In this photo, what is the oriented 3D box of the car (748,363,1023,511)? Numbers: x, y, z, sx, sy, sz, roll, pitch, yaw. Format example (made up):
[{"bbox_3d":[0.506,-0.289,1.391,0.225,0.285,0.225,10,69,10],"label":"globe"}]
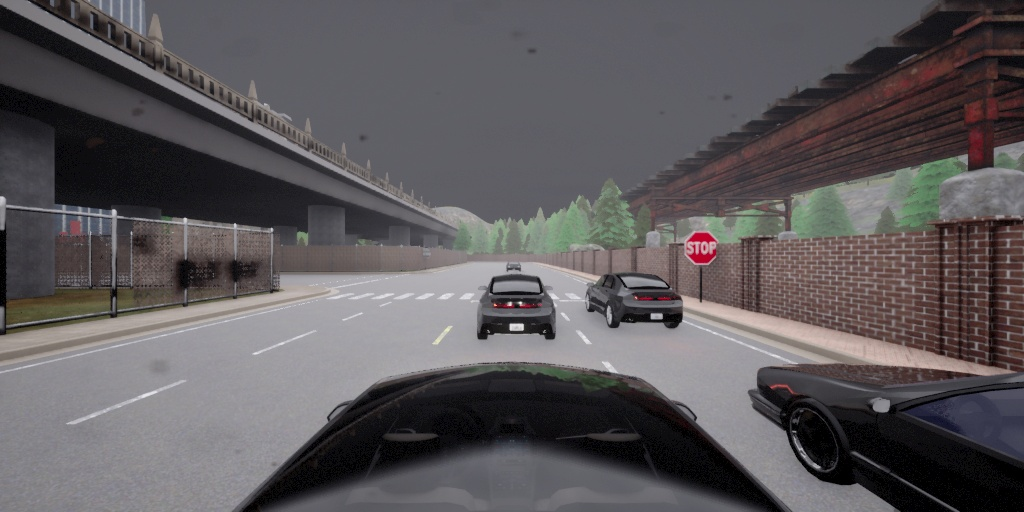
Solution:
[{"bbox_3d":[3.600,1.297,1.588,2.033,1.411,5.357,0,0,0],"label":"car"}]

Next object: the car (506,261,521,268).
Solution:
[{"bbox_3d":[0.205,1.351,46.264,1.895,1.301,4.718,0,0,-1],"label":"car"}]

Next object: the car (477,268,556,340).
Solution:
[{"bbox_3d":[0.103,1.255,9.977,1.837,1.490,4.892,0,0,0],"label":"car"}]

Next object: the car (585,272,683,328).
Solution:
[{"bbox_3d":[3.605,1.255,11.334,1.837,1.490,4.892,0,0,0],"label":"car"}]
